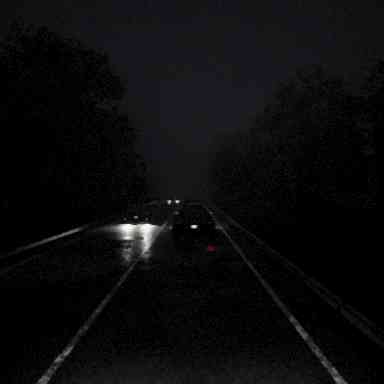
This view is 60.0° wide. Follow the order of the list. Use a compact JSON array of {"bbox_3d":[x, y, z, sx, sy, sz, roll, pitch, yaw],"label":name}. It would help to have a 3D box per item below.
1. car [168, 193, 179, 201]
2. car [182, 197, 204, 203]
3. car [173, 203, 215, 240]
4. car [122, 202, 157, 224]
[{"bbox_3d":[-3.551,0.905,64.008,1.837,1.490,4.892,0,1,1],"label":"car"},{"bbox_3d":[0.087,1.245,32.565,2.128,1.511,4.902,0,1,0],"label":"car"},{"bbox_3d":[0.093,1.466,16.519,1.994,1.385,4.181,0,0,0],"label":"car"},{"bbox_3d":[-3.608,1.409,23.369,1.994,1.385,4.181,0,1,0],"label":"car"}]
